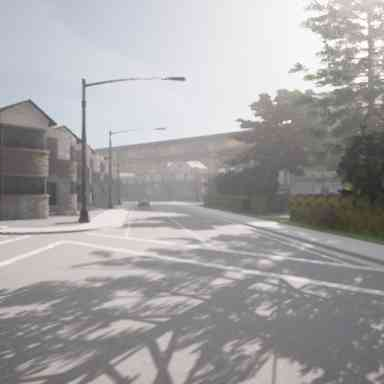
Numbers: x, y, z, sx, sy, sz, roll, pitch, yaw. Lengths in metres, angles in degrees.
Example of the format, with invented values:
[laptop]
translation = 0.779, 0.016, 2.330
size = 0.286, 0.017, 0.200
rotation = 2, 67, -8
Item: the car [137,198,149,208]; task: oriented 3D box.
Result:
[car]
translation = -7.828, 1.746, 53.563
size = 2.033, 1.411, 5.357
rotation = 0, 0, -10
